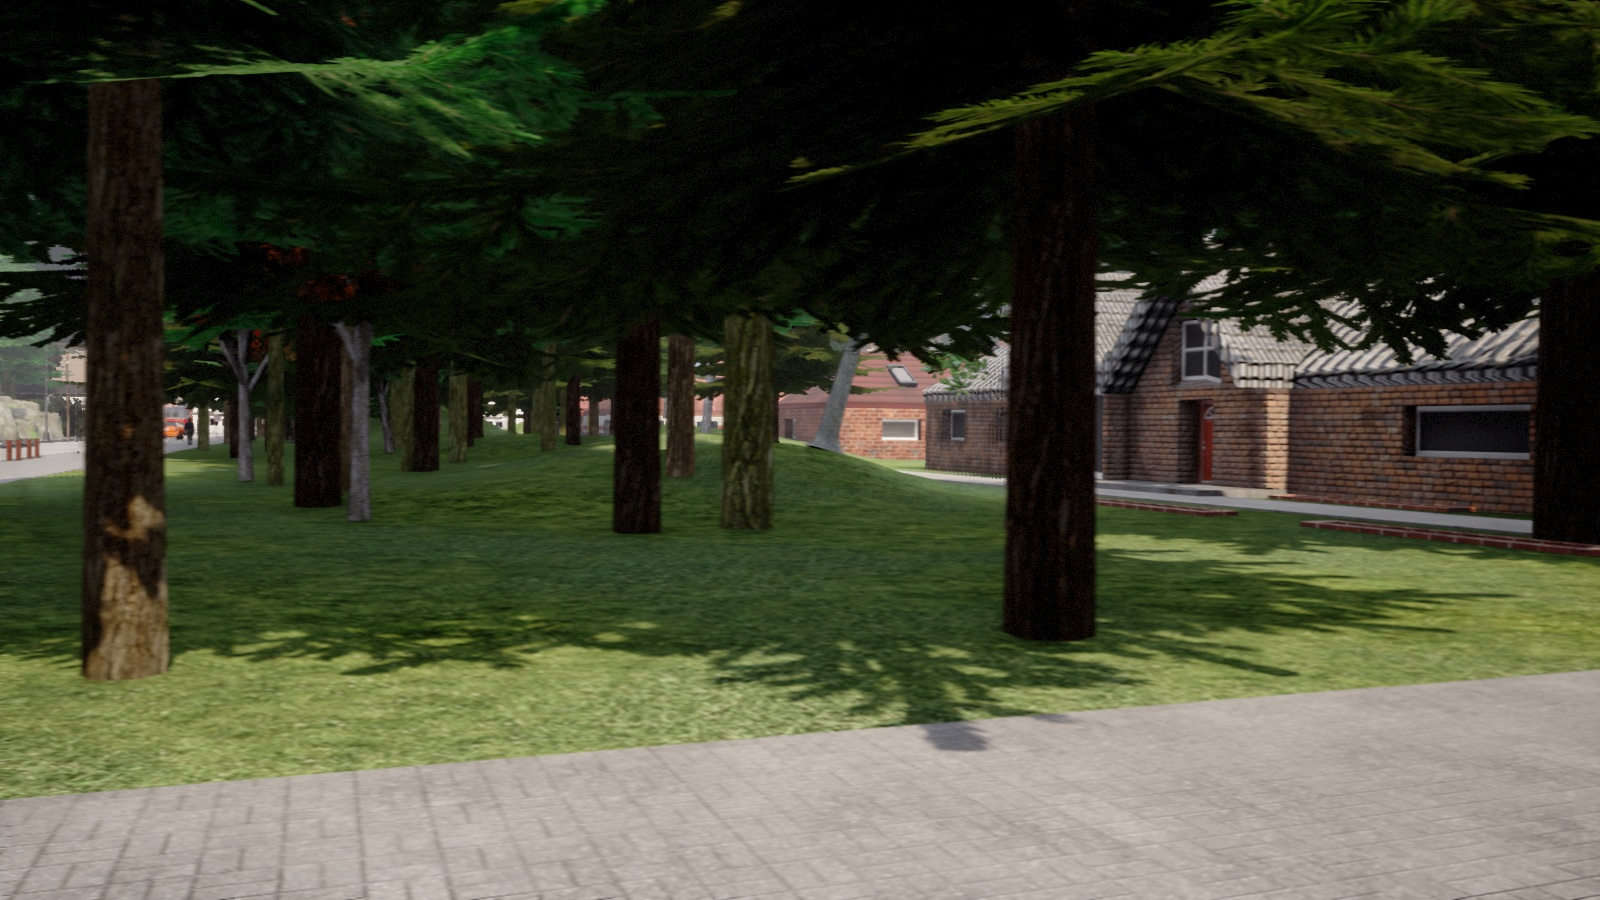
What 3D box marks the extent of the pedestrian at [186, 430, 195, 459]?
[{"bbox_3d":[-38.934,-0.376,80.191,0.370,1.835,0.726,-1,1,-18],"label":"pedestrian"}]
